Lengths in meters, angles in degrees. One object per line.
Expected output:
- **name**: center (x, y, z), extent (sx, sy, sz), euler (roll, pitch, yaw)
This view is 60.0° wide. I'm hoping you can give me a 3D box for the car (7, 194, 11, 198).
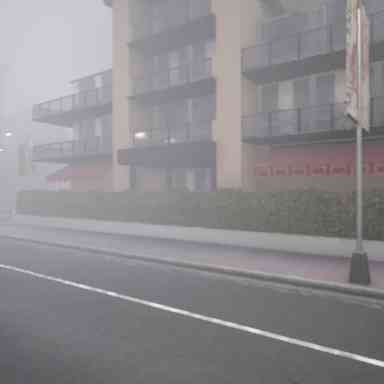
- **car**: center (-41.094, 1.233, 74.799), extent (4.892, 1.521, 2.231), euler (0, 0, 35)
